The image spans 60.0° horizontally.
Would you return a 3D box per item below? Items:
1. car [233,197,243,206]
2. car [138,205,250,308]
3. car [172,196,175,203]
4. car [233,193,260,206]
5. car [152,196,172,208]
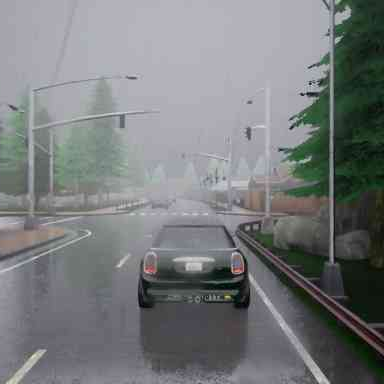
[{"bbox_3d":[8.791,1.144,48.803,4.605,1.855,1.932,0,0,-1],"label":"car"},{"bbox_3d":[0.053,1.352,8.066,2.097,1.767,4.553,0,0,1],"label":"car"},{"bbox_3d":[-4.187,1.571,53.622,1.895,1.301,4.718,0,0,0],"label":"car"},{"bbox_3d":[8.374,1.146,51.312,3.866,1.878,1.905,0,0,-1],"label":"car"},{"bbox_3d":[-4.101,1.535,43.767,1.994,1.385,4.181,0,0,-1],"label":"car"}]
